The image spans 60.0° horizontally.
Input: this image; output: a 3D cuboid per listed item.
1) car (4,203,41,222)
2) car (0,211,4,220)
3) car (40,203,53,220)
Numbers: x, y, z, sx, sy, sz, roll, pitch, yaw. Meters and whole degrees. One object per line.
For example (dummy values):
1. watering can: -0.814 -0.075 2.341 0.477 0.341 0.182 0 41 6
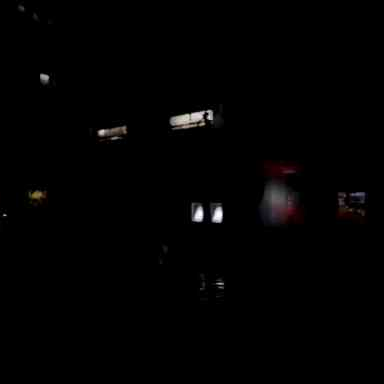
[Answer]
1. car: -13.165 1.611 27.521 2.033 1.411 5.357 -1 0 36
2. car: -14.398 1.671 20.457 1.994 1.385 4.181 -1 0 28
3. car: -8.461 1.545 24.766 2.008 1.369 4.403 0 1 36
